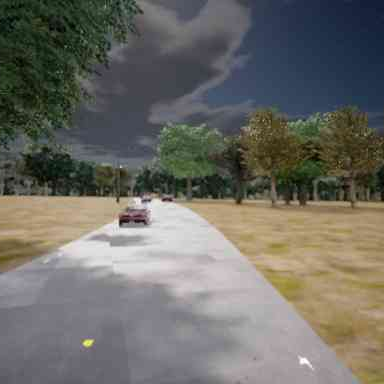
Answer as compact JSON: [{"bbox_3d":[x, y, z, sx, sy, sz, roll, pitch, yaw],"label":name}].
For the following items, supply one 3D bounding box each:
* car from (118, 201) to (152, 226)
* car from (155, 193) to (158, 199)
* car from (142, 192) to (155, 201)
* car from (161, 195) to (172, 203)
[{"bbox_3d":[-3.887,1.561,22.973,1.895,1.301,4.718,0,0,-4],"label":"car"},{"bbox_3d":[-9.813,1.091,85.862,1.882,1.535,5.008,0,0,-12],"label":"car"},{"bbox_3d":[-8.694,1.324,64.156,1.882,1.535,5.008,0,0,-9],"label":"car"},{"bbox_3d":[-5.105,1.318,67.204,1.882,1.535,5.008,0,0,-10],"label":"car"}]
